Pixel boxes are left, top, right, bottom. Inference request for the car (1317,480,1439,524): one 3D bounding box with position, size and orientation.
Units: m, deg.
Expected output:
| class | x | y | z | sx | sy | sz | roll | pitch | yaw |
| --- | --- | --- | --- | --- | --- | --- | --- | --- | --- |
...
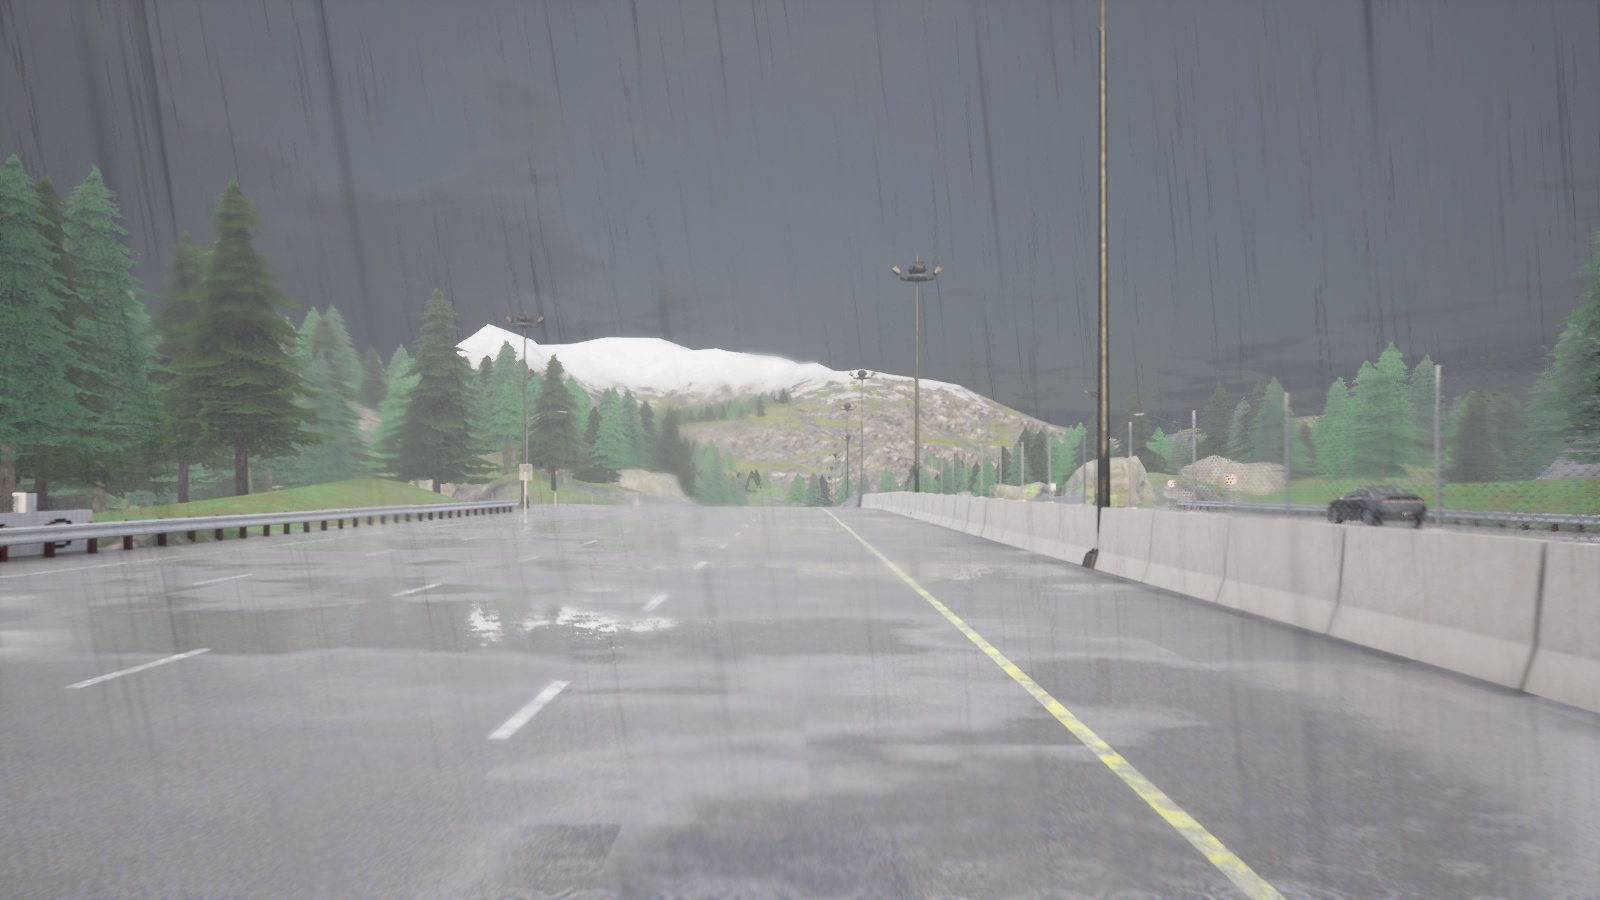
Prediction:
| class | x | y | z | sx | sy | sz | roll | pitch | yaw |
| --- | --- | --- | --- | --- | --- | --- | --- | --- | --- |
| car | 20.890 | 1.866 | 45.636 | 2.128 | 1.511 | 4.902 | 0 | -2 | 0 |
